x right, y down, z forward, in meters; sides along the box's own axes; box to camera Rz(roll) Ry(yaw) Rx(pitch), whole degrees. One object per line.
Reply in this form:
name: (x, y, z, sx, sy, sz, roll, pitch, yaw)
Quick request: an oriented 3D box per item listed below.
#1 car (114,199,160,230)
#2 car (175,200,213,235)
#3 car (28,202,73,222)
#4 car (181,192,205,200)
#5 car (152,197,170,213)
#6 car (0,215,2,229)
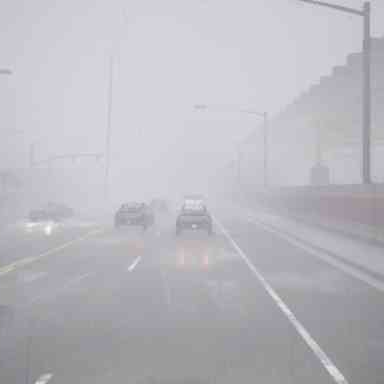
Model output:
car: (-3.399, 1.381, 20.213, 2.128, 1.511, 4.902, 0, 0, 0)
car: (0.101, 1.392, 18.058, 2.128, 1.511, 4.902, 0, 0, 0)
car: (-10.545, 1.428, 25.105, 1.994, 1.385, 4.181, 0, 0, 1)
car: (0.101, 1.048, 32.315, 2.150, 2.045, 5.566, 0, 0, 0)
car: (-3.403, 1.319, 34.205, 1.837, 1.490, 4.892, 0, 0, 0)
car: (-10.584, 1.425, 14.943, 1.837, 1.490, 4.892, 0, 0, 0)
